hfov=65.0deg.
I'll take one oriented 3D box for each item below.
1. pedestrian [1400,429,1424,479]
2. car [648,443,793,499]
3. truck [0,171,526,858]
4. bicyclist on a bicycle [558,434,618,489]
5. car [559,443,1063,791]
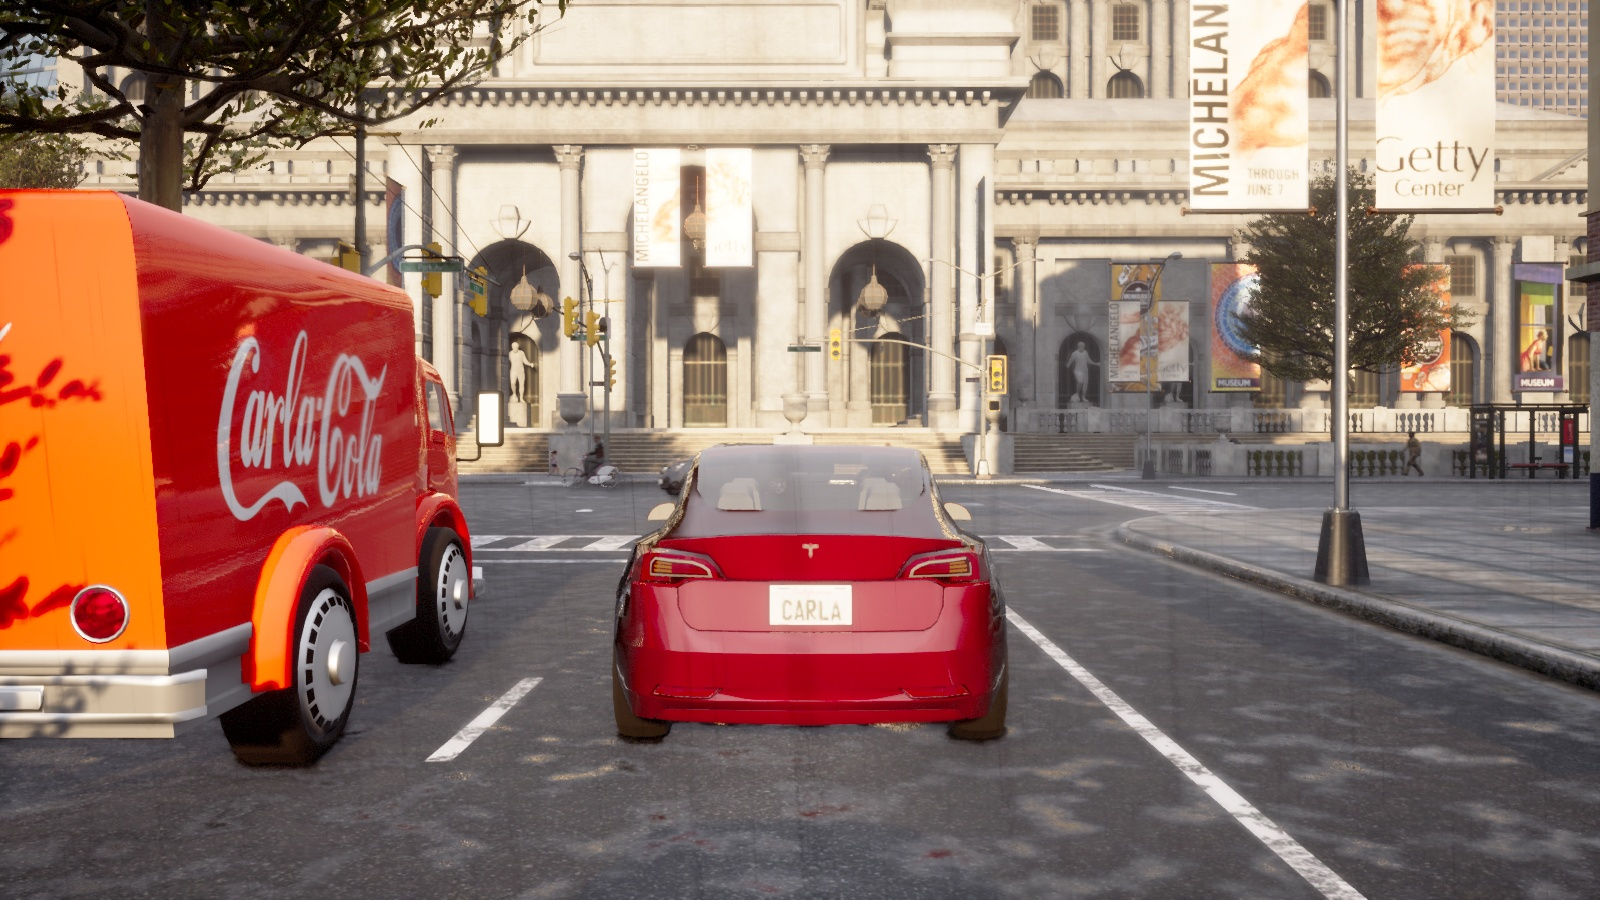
[{"bbox_3d":[23.471,0.150,48.165,0.692,1.930,0.396,0,0,-8],"label":"pedestrian"},{"bbox_3d":[-2.226,0.561,35.059,3.633,1.501,1.845,0,0,-24],"label":"car"},{"bbox_3d":[-3.445,0.217,7.117,2.627,2.467,5.204,0,0,0],"label":"truck"},{"bbox_3d":[-6.918,0.380,41.050,1.843,1.776,0.659,0,0,1],"label":"bicyclist on a bicycle"},{"bbox_3d":[0.058,0.702,7.783,2.163,1.488,4.792,0,0,0],"label":"car"}]
